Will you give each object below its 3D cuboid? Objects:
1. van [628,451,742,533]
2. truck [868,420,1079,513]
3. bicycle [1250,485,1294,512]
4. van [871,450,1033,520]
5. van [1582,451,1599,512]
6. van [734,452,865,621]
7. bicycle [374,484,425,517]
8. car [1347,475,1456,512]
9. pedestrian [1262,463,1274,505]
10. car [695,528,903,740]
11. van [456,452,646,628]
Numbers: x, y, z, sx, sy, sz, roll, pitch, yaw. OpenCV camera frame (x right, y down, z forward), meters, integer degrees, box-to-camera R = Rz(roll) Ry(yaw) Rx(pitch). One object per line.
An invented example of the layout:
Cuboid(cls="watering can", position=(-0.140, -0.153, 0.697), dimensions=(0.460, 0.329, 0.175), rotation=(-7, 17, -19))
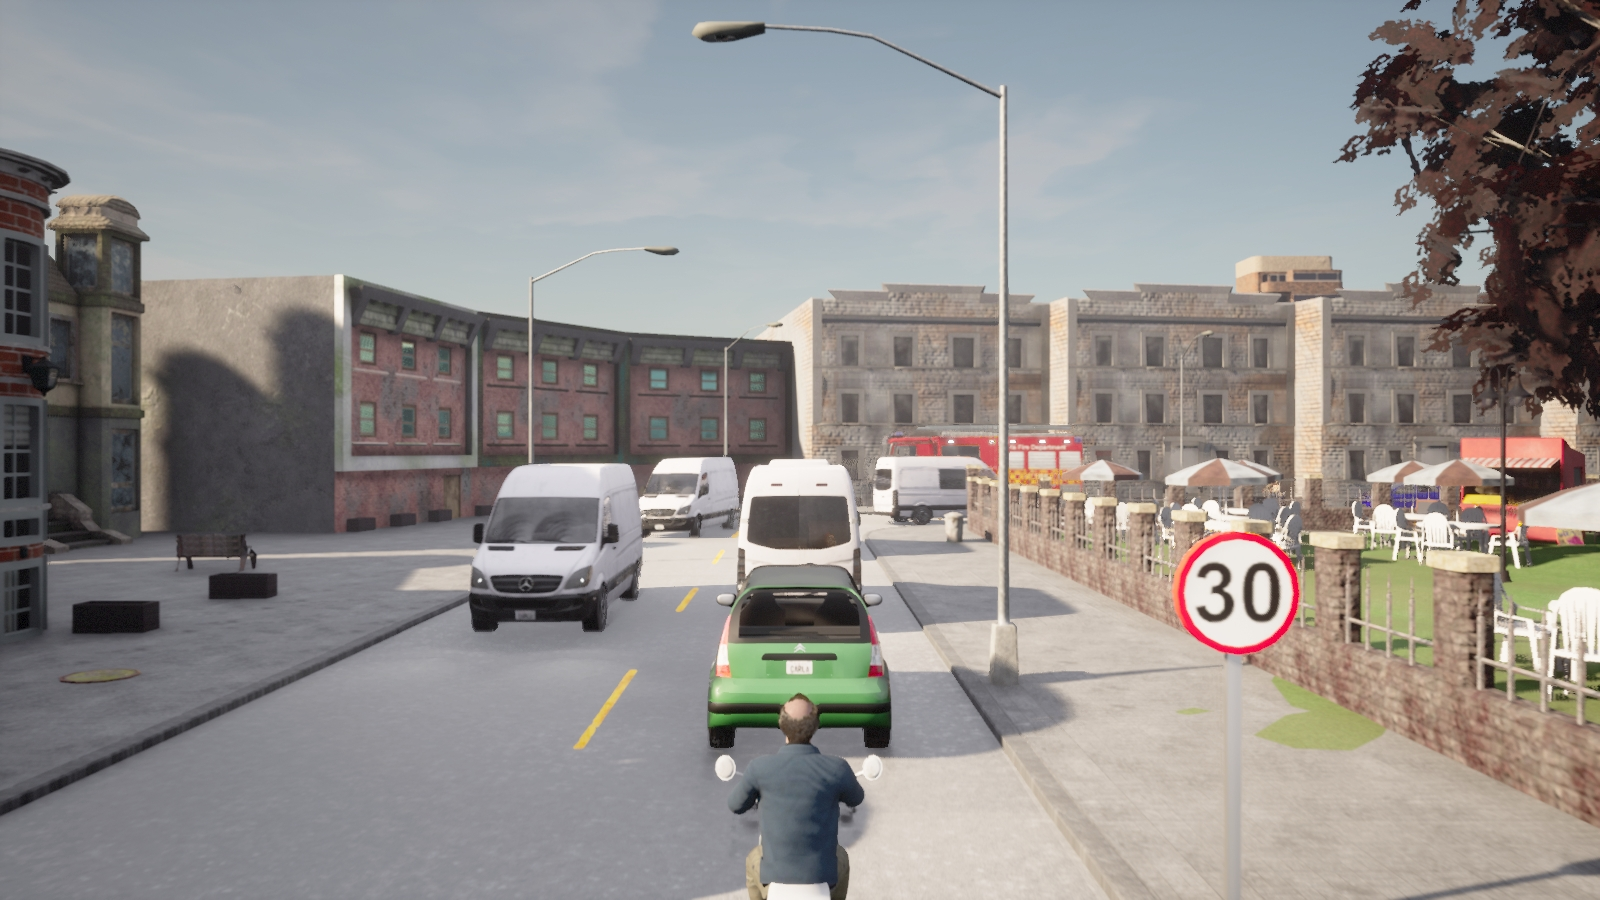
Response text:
Cuboid(cls="van", position=(-3.760, 1.319, 38.663), dimensions=(1.988, 2.561, 5.915), rotation=(-1, 0, 13))
Cuboid(cls="truck", position=(7.226, 0.676, 48.404), dimensions=(8.468, 3.827, 2.891), rotation=(0, 0, 0))
Cuboid(cls="bicycle", position=(19.904, 2.040, 48.204), dimensions=(1.487, 1.080, 0.859), rotation=(0, 0, 0))
Cuboid(cls="van", position=(5.840, 1.319, 43.987), dimensions=(5.915, 2.561, 1.988), rotation=(0, -1, -20))
Cuboid(cls="van", position=(36.651, 1.319, 48.228), dimensions=(5.915, 2.561, 1.988), rotation=(0, 0, 0))
Cuboid(cls="van", position=(-0.016, 1.316, 20.317), dimensions=(1.988, 2.561, 5.915), rotation=(0, 0, 0))
Cuboid(cls="bicycle", position=(-15.503, 1.944, 44.213), dimensions=(1.835, 1.271, 0.329), rotation=(0, 0, 0))
Cuboid(cls="car", position=(25.349, 1.822, 48.202), dimensions=(3.633, 1.501, 1.845), rotation=(0, 0, 0))
Cuboid(cls="pedestrian", position=(20.917, 1.527, 51.030), dimensions=(0.375, 1.860, 0.375), rotation=(0, 0, -5))
Cuboid(cls="car", position=(-0.010, 1.781, 12.194), dimensions=(1.851, 1.617, 3.988), rotation=(0, 0, 0))
Cuboid(cls="van", position=(-4.031, 1.316, 19.631), dimensions=(1.988, 2.561, 5.915), rotation=(0, 0, 0))
